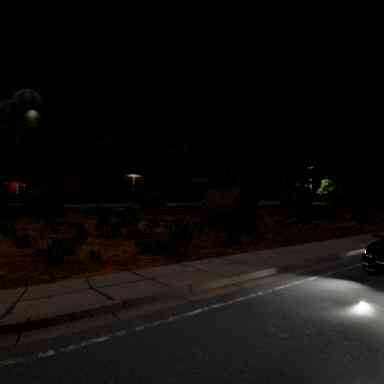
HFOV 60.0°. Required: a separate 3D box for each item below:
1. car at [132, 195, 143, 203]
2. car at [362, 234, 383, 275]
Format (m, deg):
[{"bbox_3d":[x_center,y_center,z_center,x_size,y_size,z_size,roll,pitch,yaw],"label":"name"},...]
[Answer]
[{"bbox_3d":[-12.323,1.691,75.892,1.905,1.878,3.866,7,2,3],"label":"car"},{"bbox_3d":[6.870,1.681,9.975,4.892,1.490,1.837,1,-1,-40],"label":"car"}]
